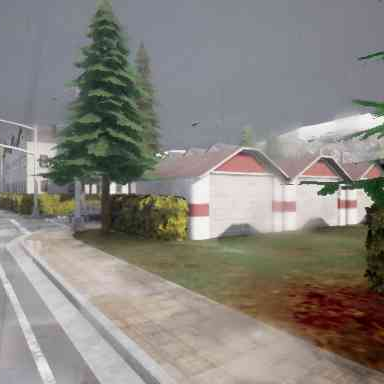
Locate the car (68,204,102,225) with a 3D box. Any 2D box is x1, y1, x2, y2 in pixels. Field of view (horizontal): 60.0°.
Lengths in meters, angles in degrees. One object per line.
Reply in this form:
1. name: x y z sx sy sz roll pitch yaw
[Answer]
1. car: -6.805 1.579 24.346 4.181 1.385 1.994 0 0 -34
